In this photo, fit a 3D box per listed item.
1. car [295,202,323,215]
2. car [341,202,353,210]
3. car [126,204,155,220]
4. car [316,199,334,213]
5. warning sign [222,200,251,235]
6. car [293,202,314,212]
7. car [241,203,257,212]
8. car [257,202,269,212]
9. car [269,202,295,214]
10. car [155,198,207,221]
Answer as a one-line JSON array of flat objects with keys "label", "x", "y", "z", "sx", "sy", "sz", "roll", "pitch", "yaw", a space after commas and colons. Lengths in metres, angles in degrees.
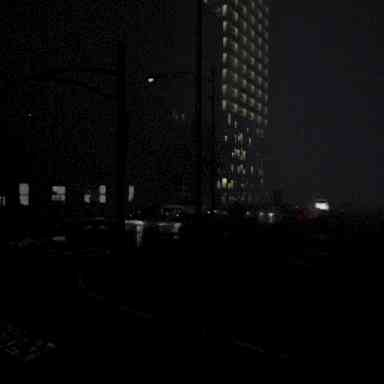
[{"label": "car", "x": 15.882, "y": 2.388, "z": 44.935, "sx": 1.895, "sy": 1.301, "sz": 4.718, "roll": 0, "pitch": -1, "yaw": 33}, {"label": "car", "x": 30.837, "y": 2.768, "z": 66.169, "sx": 1.812, "sy": 1.442, "sz": 4.674, "roll": 0, "pitch": -1, "yaw": 33}, {"label": "car", "x": -4.257, "y": 1.866, "z": 31.920, "sx": 1.812, "sy": 1.442, "sz": 4.674, "roll": 0, "pitch": -1, "yaw": 33}, {"label": "car", "x": 21.289, "y": 2.184, "z": 53.426, "sx": 2.150, "sy": 2.045, "sz": 5.566, "roll": 0, "pitch": -1, "yaw": 33}, {"label": "warning sign", "x": 2.533, "y": 1.408, "z": 18.965, "sx": 1.300, "sy": 1.860, "sz": 1.060, "roll": 2, "pitch": 1, "yaw": 33}, {"label": "car", "x": 18.536, "y": 2.489, "z": 55.156, "sx": 2.033, "sy": 1.411, "sz": 5.357, "roll": 0, "pitch": -1, "yaw": 33}, {"label": "car", "x": 8.878, "y": 2.367, "z": 52.211, "sx": 1.895, "sy": 1.301, "sz": 4.718, "roll": 0, "pitch": -1, "yaw": 33}, {"label": "car", "x": 12.154, "y": 2.311, "z": 51.281, "sx": 1.837, "sy": 1.490, "sz": 4.892, "roll": 0, "pitch": -1, "yaw": 33}, {"label": "car", "x": 13.014, "y": 2.310, "z": 46.487, "sx": 2.033, "sy": 1.411, "sz": 5.357, "roll": 0, "pitch": -1, "yaw": 33}, {"label": "car", "x": -0.667, "y": 1.610, "z": 31.491, "sx": 2.150, "sy": 2.045, "sz": 5.566, "roll": 0, "pitch": -1, "yaw": 33}]
